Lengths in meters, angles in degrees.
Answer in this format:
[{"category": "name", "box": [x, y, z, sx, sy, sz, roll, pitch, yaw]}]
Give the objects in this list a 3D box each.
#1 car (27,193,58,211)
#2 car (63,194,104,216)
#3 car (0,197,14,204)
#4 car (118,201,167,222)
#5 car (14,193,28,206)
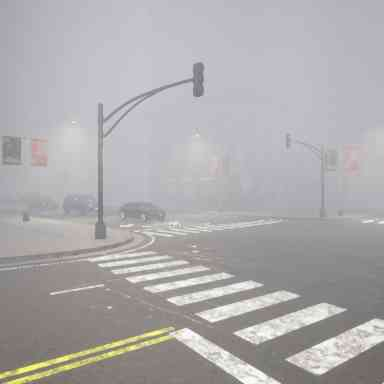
[{"category": "car", "box": [-18.112, 1.333, 40.576, 2.097, 1.767, 4.553, 0, 0, -45]}, {"category": "car", "box": [-11.017, 1.207, 33.459, 2.150, 2.045, 5.566, 0, 0, -45]}, {"category": "car", "box": [-33.634, 1.531, 60.996, 1.994, 1.385, 4.181, 0, 0, -45]}, {"category": "car", "box": [-4.004, 1.495, 26.430, 1.837, 1.490, 4.892, 0, 0, -44]}, {"category": "car", "box": [-26.051, 1.198, 53.403, 5.566, 2.045, 2.150, 0, 0, 45]}]
